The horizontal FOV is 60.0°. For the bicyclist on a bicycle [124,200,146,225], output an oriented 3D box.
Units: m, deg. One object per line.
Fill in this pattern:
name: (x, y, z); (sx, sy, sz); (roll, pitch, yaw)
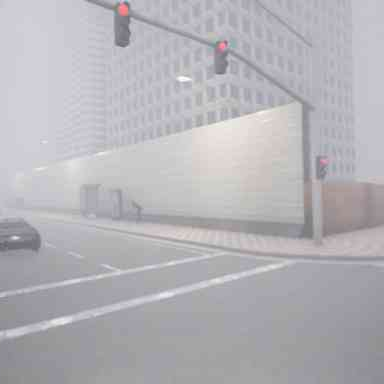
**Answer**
bicyclist on a bicycle: (-3.774, 1.378, 22.169); (1.656, 1.620, 0.582); (-2, 0, -39)

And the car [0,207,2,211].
car: (-23.725, 2.017, 39.117); (2.128, 1.511, 4.902); (-1, 0, -39)

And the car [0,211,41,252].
car: (-7.864, 1.723, 14.037); (1.994, 1.385, 4.181); (-1, 0, -39)
